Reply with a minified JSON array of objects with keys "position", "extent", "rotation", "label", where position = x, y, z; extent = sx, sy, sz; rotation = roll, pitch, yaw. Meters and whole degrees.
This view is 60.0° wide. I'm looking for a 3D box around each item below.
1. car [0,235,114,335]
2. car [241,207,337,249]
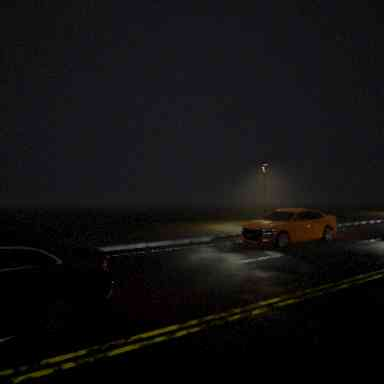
[{"position":[-3.683,1.468,5.084],"extent":[4.902,1.511,2.128],"rotation":[0,0,-35],"label":"car"},{"position":[4.356,1.458,14.670],"extent":[5.008,1.535,1.882],"rotation":[0,0,-35],"label":"car"}]
